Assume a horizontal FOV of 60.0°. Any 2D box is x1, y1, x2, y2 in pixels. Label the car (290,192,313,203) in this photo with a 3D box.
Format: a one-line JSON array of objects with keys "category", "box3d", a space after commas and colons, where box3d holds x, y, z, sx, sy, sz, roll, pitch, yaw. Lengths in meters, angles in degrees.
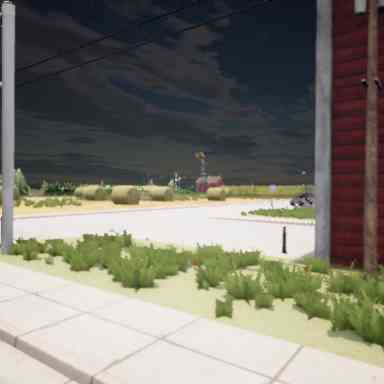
[{"category": "car", "box3d": [14.995, 0.984, 45.552, 1.905, 1.878, 3.866, -5, -1, -8]}]
